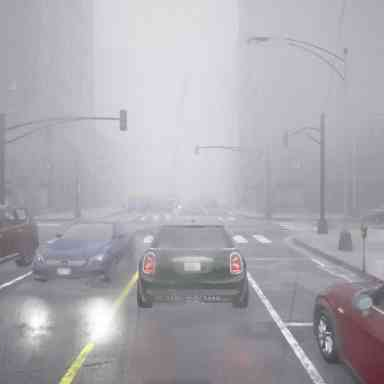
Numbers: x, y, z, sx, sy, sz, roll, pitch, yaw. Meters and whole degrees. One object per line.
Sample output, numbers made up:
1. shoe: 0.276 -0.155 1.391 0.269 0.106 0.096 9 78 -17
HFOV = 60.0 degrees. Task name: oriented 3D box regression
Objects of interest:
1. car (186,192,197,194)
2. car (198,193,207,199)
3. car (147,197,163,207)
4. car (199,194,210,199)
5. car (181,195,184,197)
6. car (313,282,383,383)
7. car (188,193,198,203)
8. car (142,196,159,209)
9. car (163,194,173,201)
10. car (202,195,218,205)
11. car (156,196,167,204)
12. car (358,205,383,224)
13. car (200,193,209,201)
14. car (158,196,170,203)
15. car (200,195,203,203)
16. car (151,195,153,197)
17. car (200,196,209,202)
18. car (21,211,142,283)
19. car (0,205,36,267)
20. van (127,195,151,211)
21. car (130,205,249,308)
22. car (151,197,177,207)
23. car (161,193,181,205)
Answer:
1. car: 0.110 1.362 76.595 1.812 1.442 4.674 0 0 0
2. car: 2.759 1.306 63.592 2.192 1.841 5.009 0 0 0
3. car: -5.783 1.538 52.394 1.887 1.381 4.507 0 0 0
4. car: 2.751 1.558 57.998 1.947 1.339 4.313 0 0 0
5. car: -2.986 1.593 59.528 1.895 1.301 4.718 0 0 1
6. car: 2.672 1.440 3.148 1.967 1.590 4.097 0 0 0
7. car: 0.150 1.516 66.629 1.812 1.442 4.674 0 0 0
8. car: -5.791 1.434 46.798 1.967 1.590 4.097 0 0 0
9. car: -5.742 1.302 80.372 2.192 1.841 5.009 0 0 0
10. car: 2.735 1.520 46.979 1.752 1.417 4.829 0 0 0
11. car: -5.767 1.516 63.415 1.752 1.417 4.829 0 0 0
12. car: 14.411 1.516 23.753 4.674 1.442 1.812 0 0 1
13. car: 3.125 1.211 86.603 2.150 2.045 5.566 0 0 0
14. car: -5.758 1.540 69.181 2.008 1.369 4.403 0 0 0
15. car: 2.743 1.544 52.404 2.008 1.369 4.403 0 0 0
16. car: -5.799 1.310 41.202 2.192 1.841 5.009 0 0 0
17. car: 2.776 1.570 74.781 1.802 1.307 4.206 0 0 0
18. car: -2.823 1.525 9.796 1.812 1.442 4.674 0 0 1
19. car: -5.846 1.315 8.658 2.192 1.841 5.009 0 0 0
20. van: -5.807 1.337 35.606 1.690 1.788 3.998 0 0 0
21. car: 0.021 1.352 8.076 2.097 1.767 4.553 0 0 0
22. car: -3.050 1.544 36.060 2.033 1.411 5.357 0 0 0
23. car: -3.035 1.216 46.446 2.150 2.045 5.566 0 0 0
